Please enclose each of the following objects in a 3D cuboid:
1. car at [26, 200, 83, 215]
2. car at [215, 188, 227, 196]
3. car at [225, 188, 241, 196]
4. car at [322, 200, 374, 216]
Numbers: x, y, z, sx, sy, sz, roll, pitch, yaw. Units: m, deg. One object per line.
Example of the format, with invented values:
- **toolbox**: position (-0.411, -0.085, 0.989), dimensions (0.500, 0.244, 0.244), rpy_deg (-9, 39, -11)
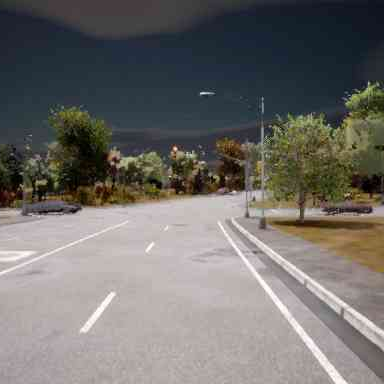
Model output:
- **car**: position (-14.183, 1.553, 34.303), dimensions (5.357, 1.411, 2.033), rpy_deg (-1, 0, 3)
- **car**: position (8.288, -0.047, 90.427), dimensions (2.150, 2.045, 5.566), rpy_deg (0, 3, 30)
- **car**: position (11.241, 0.323, 88.550), dimensions (1.895, 1.301, 4.718), rpy_deg (0, 3, 30)
- **car**: position (15.204, 1.496, 32.562), dimensions (4.674, 1.442, 1.812), rpy_deg (-1, 0, 3)
